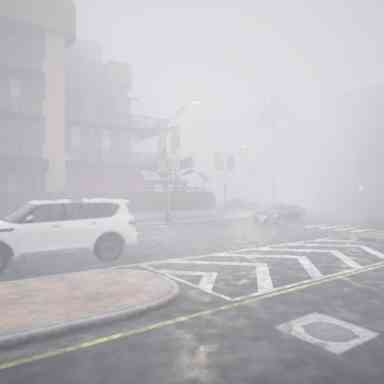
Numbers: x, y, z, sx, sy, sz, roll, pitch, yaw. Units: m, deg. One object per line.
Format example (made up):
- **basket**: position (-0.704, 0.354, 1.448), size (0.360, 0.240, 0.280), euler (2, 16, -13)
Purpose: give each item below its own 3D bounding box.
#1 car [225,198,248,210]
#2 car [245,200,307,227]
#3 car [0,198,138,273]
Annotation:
- **car**: position (6.340, 1.478, 42.435), size (1.882, 1.535, 5.008), euler (0, 0, -34)
- **car**: position (6.094, 1.491, 22.713), size (2.128, 1.511, 4.902), euler (1, 0, 45)
- **car**: position (-4.480, 1.223, 10.627), size (5.566, 2.045, 2.150), euler (0, 0, -35)
